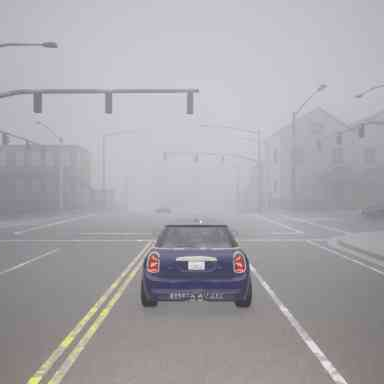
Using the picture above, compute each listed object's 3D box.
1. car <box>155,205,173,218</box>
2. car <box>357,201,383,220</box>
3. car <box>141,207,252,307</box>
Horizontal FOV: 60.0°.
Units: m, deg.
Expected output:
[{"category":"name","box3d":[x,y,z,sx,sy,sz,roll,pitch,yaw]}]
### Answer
[{"category":"car","box3d":[-3.549,2.570,42.625,1.895,1.301,4.718,0,-8,0]},{"category":"car","box3d":[16.442,1.491,27.722,4.902,1.511,2.128,0,0,-1]},{"category":"car","box3d":[0.095,1.352,8.141,2.097,1.767,4.553,0,0,0]}]
